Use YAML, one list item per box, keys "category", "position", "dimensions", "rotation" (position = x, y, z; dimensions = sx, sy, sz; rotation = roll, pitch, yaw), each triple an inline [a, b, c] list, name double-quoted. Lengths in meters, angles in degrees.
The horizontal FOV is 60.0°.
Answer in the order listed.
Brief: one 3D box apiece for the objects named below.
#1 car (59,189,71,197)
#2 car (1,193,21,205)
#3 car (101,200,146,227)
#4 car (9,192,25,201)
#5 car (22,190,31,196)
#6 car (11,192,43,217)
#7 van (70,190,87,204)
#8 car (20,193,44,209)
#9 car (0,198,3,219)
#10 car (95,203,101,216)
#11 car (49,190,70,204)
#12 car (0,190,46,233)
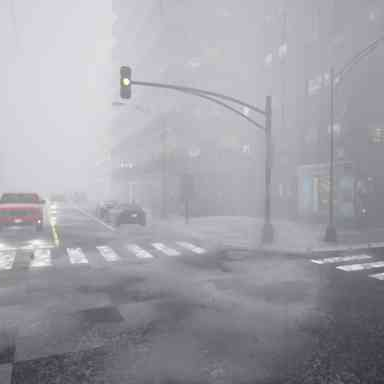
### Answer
- category: "car"
  position: [-29.287, 0.226, 76.672]
  dimensions: [2.192, 1.841, 5.009]
  rotation: [1, 0, -24]
- category: "car"
  position: [-23.228, 0.884, 42.792]
  dimensions: [1.947, 1.339, 4.313]
  rotation: [1, 0, -24]
- category: "car"
  position: [-4.136, 1.353, 20.800]
  dimensions: [1.947, 1.339, 4.313]
  rotation: [1, 0, -24]
- category: "car"
  position: [-27.802, 0.725, 52.950]
  dimensions: [1.947, 1.339, 4.313]
  rotation: [1, 0, -24]
- category: "car"
  position: [-41.525, 0.265, 83.427]
  dimensions: [1.802, 1.307, 4.206]
  rotation: [1, 0, -24]
- category: "car"
  position: [-13.194, 0.959, 26.872]
  dimensions: [2.097, 1.767, 4.553]
  rotation: [1, 1, -24]
- category: "van"
  position: [-15.566, 0.729, 46.197]
  dimensions: [1.690, 1.788, 3.998]
  rotation: [1, 0, -24]
- category: "car"
  position: [-17.268, 0.955, 36.083]
  dimensions: [2.128, 1.511, 4.902]
  rotation: [1, 1, -24]
- category: "car"
  position: [-14.079, 1.182, 22.475]
  dimensions: [1.887, 1.381, 4.507]
  rotation: [1, 0, -24]
- category: "car"
  position: [-6.423, 1.289, 25.880]
  dimensions: [1.802, 1.307, 4.206]
  rotation: [1, 0, -24]
- category: "car"
  position: [-18.546, 0.826, 46.226]
  dimensions: [1.882, 1.535, 5.008]
  rotation: [1, 1, -24]
- category: "car"
  position: [-9.312, 0.965, 18.125]
  dimensions: [2.150, 2.045, 5.566]
  rotation: [1, 1, -25]
